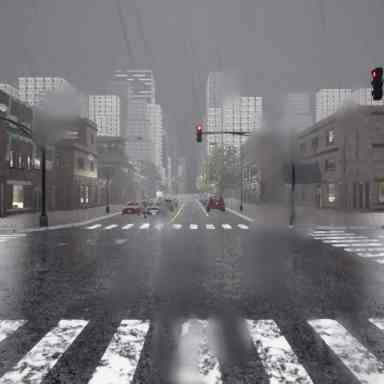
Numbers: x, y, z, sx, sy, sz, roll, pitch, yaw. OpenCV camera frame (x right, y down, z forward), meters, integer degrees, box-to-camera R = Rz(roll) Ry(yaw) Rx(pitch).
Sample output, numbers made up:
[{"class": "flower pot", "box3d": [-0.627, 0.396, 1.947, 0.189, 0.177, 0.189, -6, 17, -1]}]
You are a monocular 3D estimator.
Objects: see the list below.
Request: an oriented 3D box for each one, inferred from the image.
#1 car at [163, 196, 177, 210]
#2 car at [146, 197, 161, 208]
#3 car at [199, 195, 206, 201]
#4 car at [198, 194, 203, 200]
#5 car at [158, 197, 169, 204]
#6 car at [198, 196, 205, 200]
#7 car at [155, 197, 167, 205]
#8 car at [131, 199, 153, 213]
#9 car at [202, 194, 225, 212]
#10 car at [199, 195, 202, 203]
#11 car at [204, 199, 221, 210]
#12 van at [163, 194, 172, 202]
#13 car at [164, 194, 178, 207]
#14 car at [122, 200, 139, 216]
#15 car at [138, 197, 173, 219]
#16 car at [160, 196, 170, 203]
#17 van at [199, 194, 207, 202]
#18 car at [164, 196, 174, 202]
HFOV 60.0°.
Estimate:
[{"class": "car", "box3d": [-3.097, 1.524, 39.715, 1.837, 1.490, 4.892, 0, 0, 0]}, {"class": "car", "box3d": [-5.692, 1.555, 49.423, 1.752, 1.417, 4.829, 0, 0, 0]}, {"class": "car", "box3d": [2.686, 1.624, 88.441, 1.752, 1.417, 4.829, 0, 0, 0]}, {"class": "car", "box3d": [2.687, 1.596, 60.645, 2.008, 1.369, 4.403, 0, 0, 0]}, {"class": "car", "box3d": [-5.693, 1.636, 66.169, 1.802, 1.307, 4.206, 0, 0, 0]}, {"class": "car", "box3d": [2.686, 1.693, 93.796, 1.802, 1.307, 4.206, 0, 0, 0]}, {"class": "car", "box3d": [-5.693, 1.627, 60.644, 1.802, 1.307, 4.206, 0, 0, 0]}, {"class": "car", "box3d": [-5.691, 1.584, 38.542, 1.947, 1.339, 4.313, 0, 0, 0]}, {"class": "car", "box3d": [2.689, 1.333, 38.543, 2.192, 1.841, 5.009, 0, 0, 0]}, {"class": "car", "box3d": [2.688, 1.603, 55.120, 1.947, 1.339, 4.313, 0, 0, 0]}, {"class": "car", "box3d": [2.688, 1.590, 44.069, 1.947, 1.339, 4.313, 0, 0, 0]}, {"class": "van", "box3d": [-5.693, 1.415, 77.220, 1.690, 1.788, 3.998, 0, 0, 0]}, {"class": "car", "box3d": [-3.091, 1.522, 50.101, 2.128, 1.511, 4.902, 0, 0, 0]}, {"class": "car", "box3d": [-5.779, 1.558, 33.021, 1.887, 1.381, 4.507, 0, 0, 0]}, {"class": "car", "box3d": [-3.100, 1.502, 29.539, 2.128, 1.511, 4.902, 0, 0, 0]}, {"class": "car", "box3d": [-5.693, 1.589, 71.524, 1.752, 1.417, 4.829, 0, 0, 0]}, {"class": "van", "box3d": [2.686, 1.427, 82.746, 1.690, 1.788, 3.998, 0, 0, 0]}, {"class": "car", "box3d": [-5.694, 1.637, 82.745, 2.008, 1.369, 4.403, 0, 0, 0]}]
